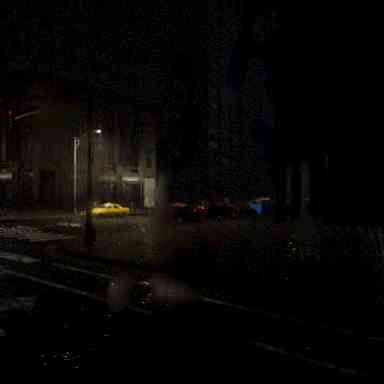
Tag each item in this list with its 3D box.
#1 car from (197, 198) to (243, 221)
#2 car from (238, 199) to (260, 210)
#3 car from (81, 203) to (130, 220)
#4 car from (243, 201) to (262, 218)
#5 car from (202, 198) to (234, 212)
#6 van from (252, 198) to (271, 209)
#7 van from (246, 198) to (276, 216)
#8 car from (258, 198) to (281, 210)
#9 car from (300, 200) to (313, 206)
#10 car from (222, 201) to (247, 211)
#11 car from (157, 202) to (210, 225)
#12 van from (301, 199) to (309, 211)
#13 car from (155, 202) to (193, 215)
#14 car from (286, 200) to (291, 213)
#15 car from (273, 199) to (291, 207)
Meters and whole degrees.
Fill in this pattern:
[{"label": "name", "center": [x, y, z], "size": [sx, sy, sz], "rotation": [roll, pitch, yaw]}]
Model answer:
[{"label": "car", "center": [2.152, 1.579, 29.780], "size": [2.192, 1.841, 5.009], "rotation": [-1, -1, 36]}, {"label": "car", "center": [9.367, 2.008, 54.441], "size": [1.967, 1.590, 4.097], "rotation": [-1, -1, 36]}, {"label": "car", "center": [-7.839, 1.694, 30.496], "size": [1.752, 1.417, 4.829], "rotation": [-1, -1, 36]}, {"label": "car", "center": [5.125, 1.915, 33.903], "size": [1.802, 1.307, 4.206], "rotation": [-1, -1, 36]}, {"label": "car", "center": [3.665, 1.752, 46.508], "size": [2.192, 1.841, 5.009], "rotation": [-1, -1, 36]}, {"label": "van", "center": [12.218, 1.974, 58.410], "size": [1.690, 1.788, 3.998], "rotation": [-1, -1, 36]}, {"label": "van", "center": [8.099, 1.743, 38.035], "size": [1.690, 1.788, 3.998], "rotation": [-1, -1, 36]}, {"label": "car", "center": [12.682, 1.952, 54.299], "size": [2.097, 1.767, 4.553], "rotation": [0, -1, 36]}, {"label": "car", "center": [27.439, 2.518, 79.589], "size": [1.887, 1.381, 4.507], "rotation": [-1, -1, 36]}, {"label": "car", "center": [6.516, 2.047, 50.472], "size": [1.887, 1.381, 4.507], "rotation": [-1, -1, 36]}, {"label": "car", "center": [-0.821, 1.739, 25.648], "size": [1.887, 1.381, 4.507], "rotation": [-1, -1, 36]}, {"label": "van", "center": [17.019, 1.949, 50.417], "size": [1.690, 1.788, 3.998], "rotation": [-1, -1, 36]}, {"label": "car", "center": [-2.037, 1.855, 38.568], "size": [2.008, 1.369, 4.403], "rotation": [-1, -1, 36]}, {"label": "car", "center": [11.072, 1.786, 42.162], "size": [2.192, 1.841, 5.009], "rotation": [-1, -1, 36]}, {"label": "car", "center": [18.024, 2.205, 66.489], "size": [1.967, 1.590, 4.097], "rotation": [-1, -1, 36]}]
